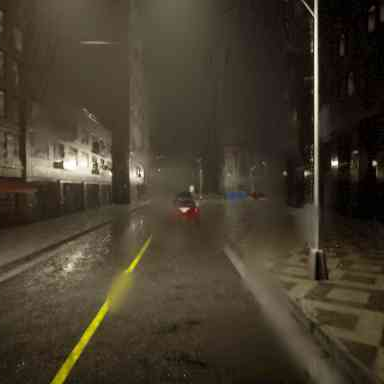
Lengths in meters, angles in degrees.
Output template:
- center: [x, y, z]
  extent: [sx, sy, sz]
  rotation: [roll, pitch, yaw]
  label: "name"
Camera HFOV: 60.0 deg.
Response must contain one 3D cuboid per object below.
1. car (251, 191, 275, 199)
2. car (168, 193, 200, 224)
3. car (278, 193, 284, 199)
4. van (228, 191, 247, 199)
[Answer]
- center: [15.294, 0.669, 71.854]
  extent: [5.009, 1.841, 2.192]
  rotation: [0, 1, -3]
  label: "car"
- center: [-0.558, 1.197, 23.283]
  extent: [2.097, 1.767, 4.553]
  rotation: [0, 0, -2]
  label: "car"
- center: [20.930, 0.889, 72.109]
  extent: [4.313, 1.339, 1.947]
  rotation: [0, 1, -3]
  label: "car"
- center: [9.659, 0.725, 71.603]
  extent: [3.998, 1.788, 1.690]
  rotation: [0, 1, -3]
  label: "van"
